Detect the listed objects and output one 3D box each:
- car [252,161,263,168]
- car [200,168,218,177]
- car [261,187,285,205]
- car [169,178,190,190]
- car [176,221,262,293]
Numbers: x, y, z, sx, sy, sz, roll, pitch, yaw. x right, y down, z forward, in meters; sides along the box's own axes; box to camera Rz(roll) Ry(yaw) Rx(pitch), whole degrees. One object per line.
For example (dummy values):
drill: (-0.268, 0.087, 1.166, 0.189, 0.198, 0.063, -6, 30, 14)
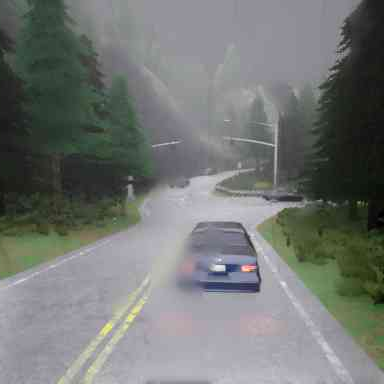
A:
car: (15.288, -5.944, 73.070, 4.902, 1.511, 2.128, -8, 8, -29)
car: (3.205, -3.638, 61.392, 1.837, 1.490, 4.892, 2, 10, 31)
car: (8.769, 0.316, 30.135, 4.902, 1.511, 2.128, 0, 6, 8)
car: (-1.709, -1.217, 47.716, 1.895, 1.301, 4.718, 1, 10, 15)
car: (0.737, 1.496, 8.909, 2.033, 1.411, 5.357, 0, 0, 5)
